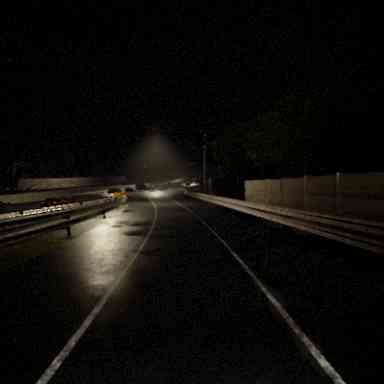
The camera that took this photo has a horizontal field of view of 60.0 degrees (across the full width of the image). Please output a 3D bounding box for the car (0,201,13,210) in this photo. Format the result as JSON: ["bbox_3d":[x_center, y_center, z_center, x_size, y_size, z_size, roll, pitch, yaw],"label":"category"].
[{"bbox_3d":[-24.617,1.627,40.870,2.033,1.411,5.357,1,3,10],"label":"car"}]

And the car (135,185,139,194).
[{"bbox_3d":[-14.502,-0.280,77.237,1.837,1.490,4.892,1,3,10],"label":"car"}]

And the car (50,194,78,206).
[{"bbox_3d":[-19.340,1.197,50.517,1.994,1.385,4.181,1,3,10],"label":"car"}]

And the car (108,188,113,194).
[{"bbox_3d":[-17.946,-0.289,77.865,2.128,1.511,4.902,1,3,10],"label":"car"}]

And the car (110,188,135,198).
[{"bbox_3d":[-13.352,0.385,64.079,1.882,1.535,5.008,0,3,10],"label":"car"}]

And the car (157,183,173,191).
[{"bbox_3d":[-7.716,-1.119,94.772,1.895,1.301,4.718,1,3,10],"label":"car"}]

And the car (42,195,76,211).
[{"bbox_3d":[-17.163,1.359,42.783,2.097,1.767,4.553,1,3,10],"label":"car"}]
